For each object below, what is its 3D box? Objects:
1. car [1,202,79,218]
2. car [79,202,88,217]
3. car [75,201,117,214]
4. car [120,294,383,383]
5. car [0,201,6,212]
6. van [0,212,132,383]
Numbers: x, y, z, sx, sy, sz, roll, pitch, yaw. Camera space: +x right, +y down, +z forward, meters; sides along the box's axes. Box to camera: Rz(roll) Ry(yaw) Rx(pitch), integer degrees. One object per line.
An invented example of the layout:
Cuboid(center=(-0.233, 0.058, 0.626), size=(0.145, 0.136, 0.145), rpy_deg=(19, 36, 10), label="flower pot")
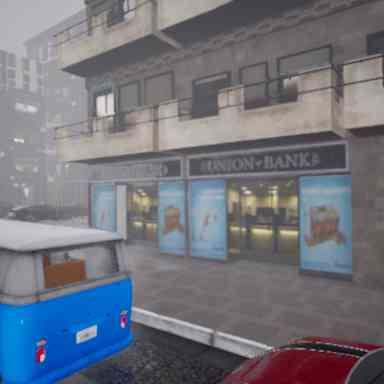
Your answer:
Cuboid(center=(-10.804, 1.525, 23.910), size=(1.947, 1.339, 4.313), rpy_deg=(-2, -1, 36), label="car")
Cuboid(center=(-9.688, 1.579, 29.907), size=(2.033, 1.411, 5.357), rpy_deg=(-1, -1, 37), label="car")
Cuboid(center=(-10.908, 1.719, 37.961), size=(1.947, 1.339, 4.313), rpy_deg=(-2, -1, 36), label="car")
Cuboid(center=(1.832, 1.442, 1.548), size=(4.097, 1.590, 1.967), rpy_deg=(0, -1, 36), label="car")
Cuboid(center=(-17.567, 1.529, 28.862), size=(1.967, 1.590, 4.097), rpy_deg=(-2, -1, 36), label="car")
Cuboid(center=(-2.664, 1.330, 4.756), size=(3.998, 1.788, 1.690), rpy_deg=(0, -1, 36), label="van")
